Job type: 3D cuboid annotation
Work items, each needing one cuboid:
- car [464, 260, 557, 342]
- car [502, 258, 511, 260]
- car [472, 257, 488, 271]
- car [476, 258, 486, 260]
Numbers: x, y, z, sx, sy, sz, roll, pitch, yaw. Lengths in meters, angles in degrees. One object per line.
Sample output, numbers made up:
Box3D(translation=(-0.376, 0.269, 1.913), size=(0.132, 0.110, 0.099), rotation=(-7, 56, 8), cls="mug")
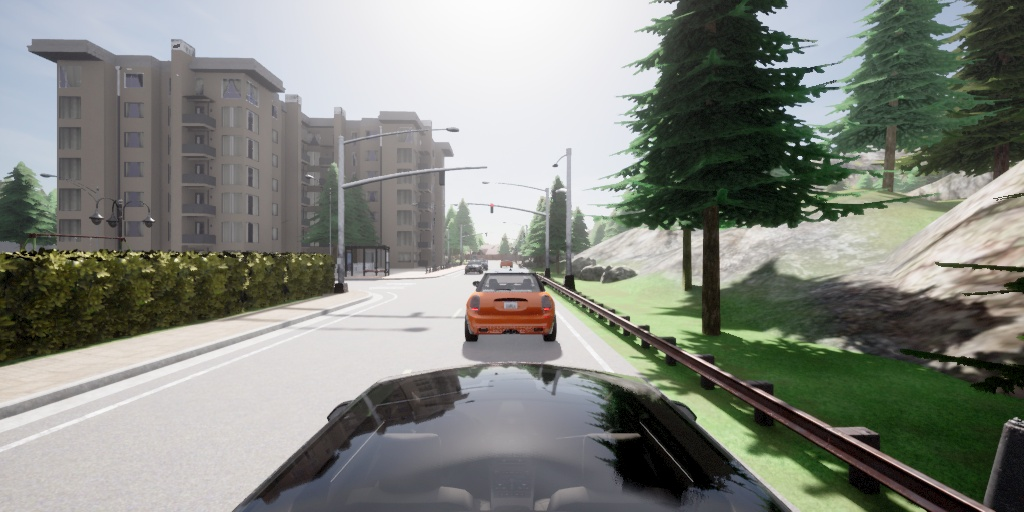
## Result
Box3D(translation=(-0.052, 1.102, 9.975), size=(2.097, 1.767, 4.553), rotation=(0, 0, -1), cls="car")
Box3D(translation=(-0.926, 1.102, 61.232), size=(2.097, 1.767, 4.553), rotation=(0, 0, -1), cls="car")
Box3D(translation=(-4.448, 1.102, 50.672), size=(2.097, 1.767, 4.553), rotation=(0, 0, -2), cls="car")
Box3D(translation=(-4.265, 1.255, 40.761), size=(1.837, 1.490, 4.892), rotation=(0, 0, -1), cls="car")
